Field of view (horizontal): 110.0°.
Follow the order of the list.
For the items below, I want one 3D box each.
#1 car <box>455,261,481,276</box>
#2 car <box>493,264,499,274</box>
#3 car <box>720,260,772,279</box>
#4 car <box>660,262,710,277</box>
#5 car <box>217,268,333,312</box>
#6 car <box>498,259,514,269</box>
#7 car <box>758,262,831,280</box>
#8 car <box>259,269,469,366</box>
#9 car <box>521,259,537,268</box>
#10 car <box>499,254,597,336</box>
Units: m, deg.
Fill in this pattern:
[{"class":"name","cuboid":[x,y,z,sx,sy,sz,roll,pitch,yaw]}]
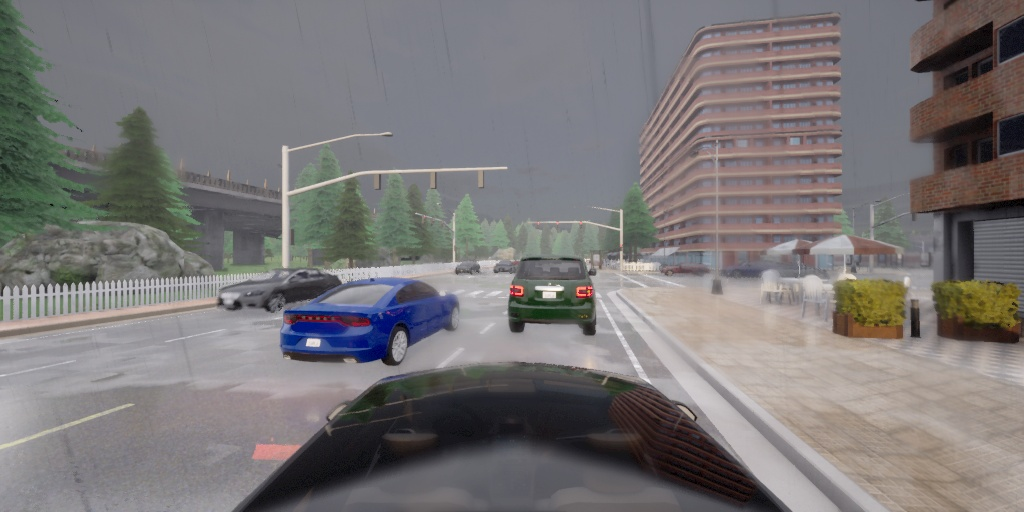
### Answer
[{"class":"car","cuboid":[-4.644,1.259,38.306,1.837,1.490,4.892,0,0,10]},{"class":"car","cuboid":[-0.769,1.325,40.119,1.994,1.385,4.181,0,0,10]},{"class":"car","cuboid":[21.519,1.157,32.484,4.553,1.767,2.097,0,0,10]},{"class":"car","cuboid":[17.701,1.331,36.793,4.674,1.442,1.812,0,0,13]},{"class":"car","cuboid":[-8.903,1.241,14.218,2.128,1.511,4.902,0,0,10]},{"class":"car","cuboid":[-0.946,1.254,59.152,1.837,1.490,4.892,0,0,10]},{"class":"car","cuboid":[22.604,1.369,28.576,4.181,1.385,1.994,0,0,10]},{"class":"car","cuboid":[-2.709,1.228,8.141,1.882,1.535,5.008,0,0,11]},{"class":"car","cuboid":[2.877,1.241,60.669,2.128,1.511,4.902,0,0,10]},{"class":"car","cuboid":[1.320,0.971,10.720,2.150,2.045,5.566,0,0,10]}]
